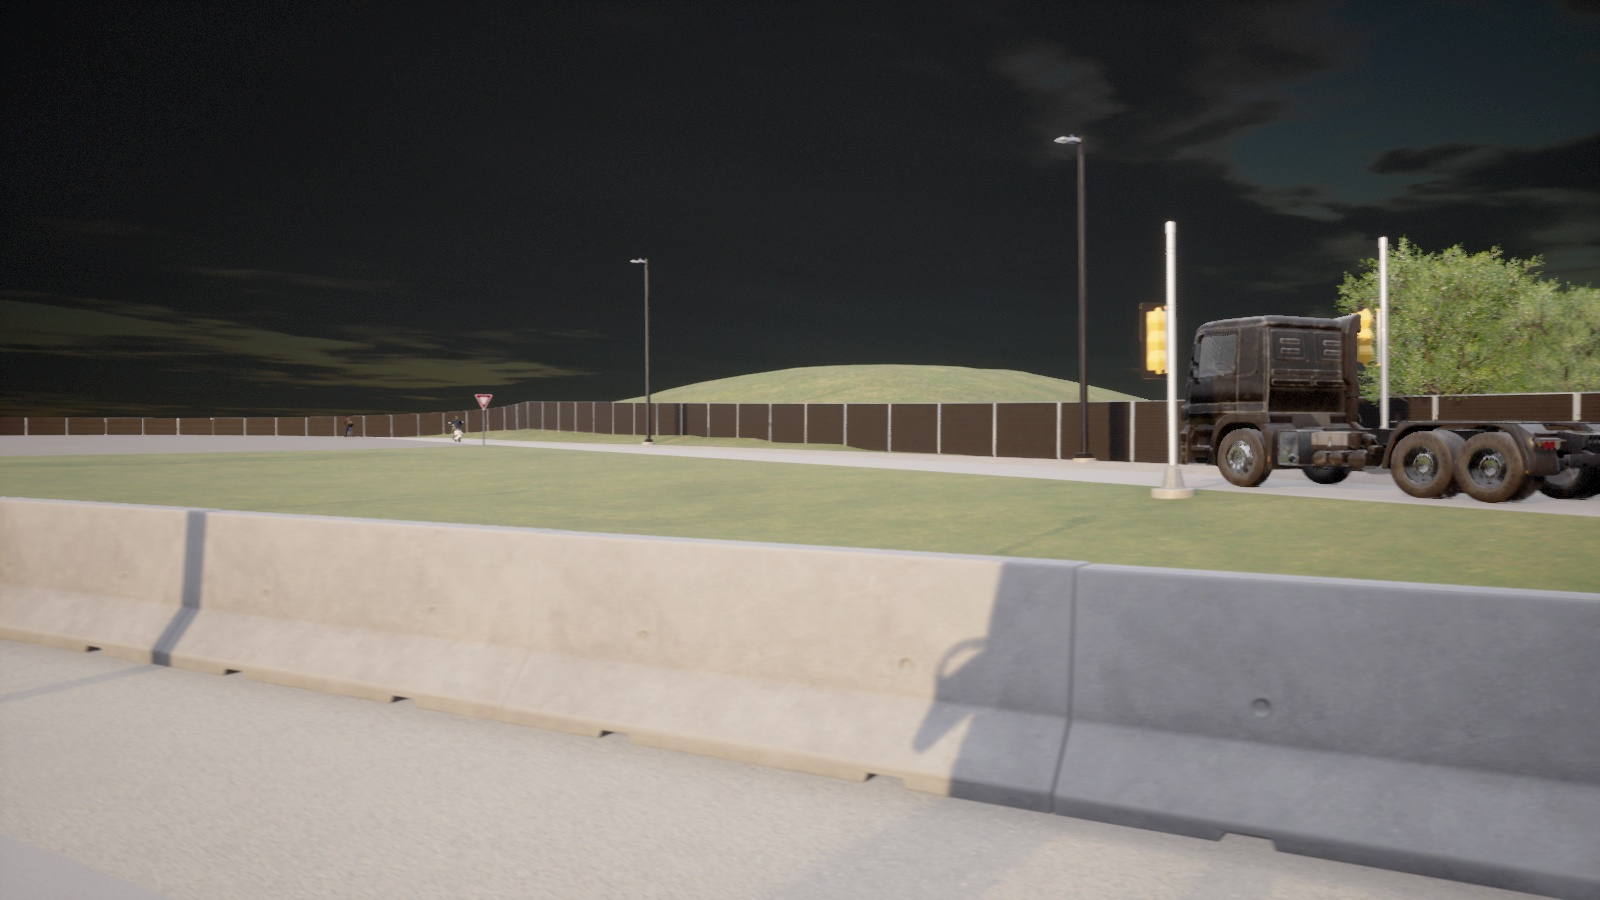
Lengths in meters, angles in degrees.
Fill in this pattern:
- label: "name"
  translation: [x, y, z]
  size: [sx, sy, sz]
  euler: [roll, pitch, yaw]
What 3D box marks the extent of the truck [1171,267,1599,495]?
- label: "truck"
  translation: [10.906, -1.145, 23.262]
  size: [2.891, 3.462, 7.936]
  euler: [-2, 2, -29]
